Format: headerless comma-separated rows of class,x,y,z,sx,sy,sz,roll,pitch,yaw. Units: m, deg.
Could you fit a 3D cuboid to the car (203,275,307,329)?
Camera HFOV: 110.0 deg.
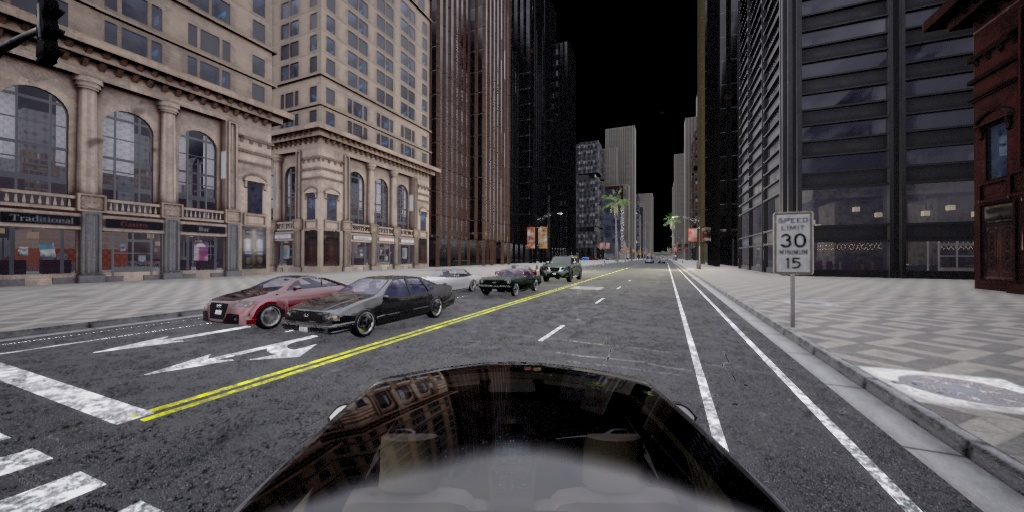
car,-7.026,1.316,11.372,1.994,1.385,4.181,0,0,23

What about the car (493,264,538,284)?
car,0.359,1.364,28.577,1.895,1.301,4.718,0,0,23

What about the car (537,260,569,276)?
car,4.420,1.251,37.941,1.882,1.535,5.008,0,0,24

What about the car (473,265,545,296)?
car,0.012,1.358,19.536,1.895,1.301,4.718,0,0,23

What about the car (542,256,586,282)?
car,4.236,0.987,29.363,2.150,2.045,5.566,0,0,23

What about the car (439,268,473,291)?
car,-3.574,1.357,19.425,1.895,1.301,4.718,0,0,23

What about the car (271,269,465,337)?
car,-3.771,1.299,10.725,2.033,1.411,5.357,0,0,23
